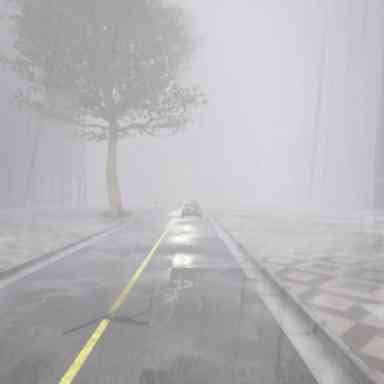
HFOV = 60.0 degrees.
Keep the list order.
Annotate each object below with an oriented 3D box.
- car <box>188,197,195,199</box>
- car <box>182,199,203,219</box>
[{"bbox_3d":[-0.044,1.715,61.489,2.033,1.411,5.357,0,0,0],"label":"car"},{"bbox_3d":[0.000,1.625,30.395,2.033,1.411,5.357,0,0,0],"label":"car"}]
